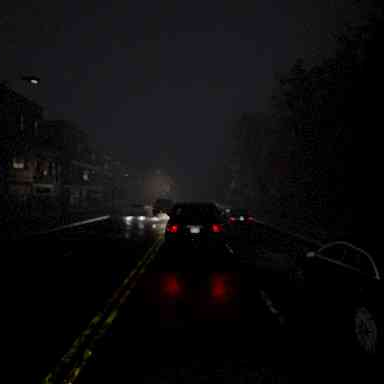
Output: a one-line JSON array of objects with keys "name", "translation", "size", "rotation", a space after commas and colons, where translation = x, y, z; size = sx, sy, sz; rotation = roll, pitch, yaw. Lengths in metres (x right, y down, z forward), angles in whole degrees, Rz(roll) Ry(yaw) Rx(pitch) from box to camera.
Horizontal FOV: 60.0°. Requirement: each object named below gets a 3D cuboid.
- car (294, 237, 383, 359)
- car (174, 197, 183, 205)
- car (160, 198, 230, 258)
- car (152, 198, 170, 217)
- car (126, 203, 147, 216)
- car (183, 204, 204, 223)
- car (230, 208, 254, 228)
[{"name": "car", "translation": [3.352, 1.579, 6.088], "size": [2.128, 1.511, 4.902], "rotation": [0, -1, 0]}, {"name": "car", "translation": [-3.219, 2.080, 79.169], "size": [2.097, 1.767, 4.553], "rotation": [0, -1, 0]}, {"name": "car", "translation": [0.105, 1.417, 13.782], "size": [2.150, 2.045, 5.566], "rotation": [0, -1, 0]}, {"name": "car", "translation": [-3.327, 1.768, 38.800], "size": [2.150, 2.045, 5.566], "rotation": [0, -1, 0]}, {"name": "car", "translation": [-6.568, 2.089, 39.990], "size": [1.812, 1.442, 4.674], "rotation": [0, -1, 0]}, {"name": "car", "translation": [0.113, 1.938, 30.773], "size": [1.837, 1.490, 4.892], "rotation": [0, -1, 0]}, {"name": "car", "translation": [3.361, 1.899, 24.933], "size": [2.033, 1.411, 5.357], "rotation": [0, -1, 0]}]
